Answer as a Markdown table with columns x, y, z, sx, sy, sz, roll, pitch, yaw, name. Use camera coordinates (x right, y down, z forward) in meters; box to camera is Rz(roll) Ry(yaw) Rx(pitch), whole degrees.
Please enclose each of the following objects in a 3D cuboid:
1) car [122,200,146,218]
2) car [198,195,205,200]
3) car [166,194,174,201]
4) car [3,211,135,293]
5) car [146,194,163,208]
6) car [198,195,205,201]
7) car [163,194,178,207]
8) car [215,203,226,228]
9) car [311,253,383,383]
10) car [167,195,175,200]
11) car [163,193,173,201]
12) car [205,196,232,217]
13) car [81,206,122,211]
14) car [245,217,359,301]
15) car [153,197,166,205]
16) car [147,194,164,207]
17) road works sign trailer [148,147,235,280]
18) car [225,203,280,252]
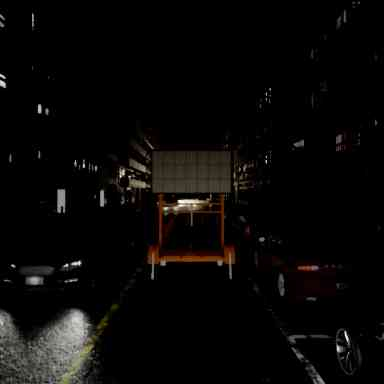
| x | y | z | sx | sy | sz | roll | pitch | yaw | name |
| --- | --- | --- | --- | --- | --- | --- | --- | --- | --- |
| -5.721 | 1.521 | 30.520 | 1.752 | 1.417 | 4.829 | 0 | 0 | 0 | car |
| 2.591 | 1.510 | 92.696 | 1.887 | 1.381 | 4.507 | 0 | 0 | 0 | car |
| -5.783 | 1.409 | 87.054 | 1.967 | 1.590 | 4.097 | 0 | 0 | 0 | car |
| -3.109 | 1.491 | 9.021 | 2.128 | 1.511 | 4.902 | 0 | 0 | 0 | car |
| -5.740 | 1.429 | 47.601 | 1.967 | 1.590 | 4.097 | 0 | 0 | 0 | car |
| 2.603 | 1.497 | 81.594 | 1.752 | 1.417 | 4.829 | 0 | 0 | 0 | car |
| -3.149 | 1.513 | 50.608 | 1.812 | 1.442 | 4.674 | 0 | 0 | 0 | car |
| 2.672 | 1.549 | 19.423 | 2.008 | 1.369 | 4.403 | 0 | 0 | 0 | car |
| 2.690 | 1.566 | 2.514 | 1.947 | 1.339 | 4.313 | 0 | 0 | 0 | car |
| -5.789 | 1.510 | 92.692 | 1.887 | 1.381 | 4.507 | 0 | 0 | 0 | car |
| -5.776 | 1.287 | 81.419 | 2.192 | 1.841 | 5.009 | 0 | 0 | 0 | car |
| 2.661 | 1.310 | 30.696 | 2.192 | 1.841 | 5.009 | 0 | 0 | 0 | car |
| -5.709 | 1.564 | 19.417 | 1.947 | 1.339 | 4.313 | 0 | 0 | 0 | car |
| 2.684 | 1.545 | 8.151 | 1.887 | 1.381 | 4.507 | 0 | 0 | 0 | car |
| -5.753 | 1.566 | 58.874 | 1.802 | 1.307 | 4.206 | 0 | 0 | 0 | car |
| -5.745 | 1.302 | 53.237 | 2.192 | 1.841 | 5.009 | 0 | 0 | 0 | car |
| -0.009 | 0.464 | 9.917 | 2.380 | 3.560 | 2.880 | 0 | 0 | 0 | road works sign trailer |
| 2.678 | 1.439 | 13.788 | 1.967 | 1.590 | 4.097 | 0 | 0 | 0 | car |
